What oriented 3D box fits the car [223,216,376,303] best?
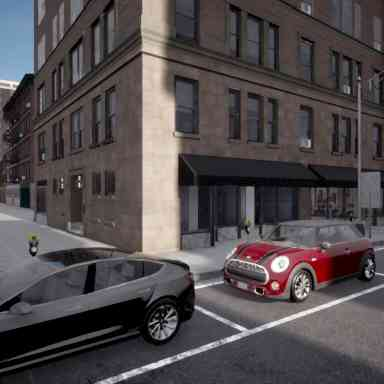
[{"bbox_3d":[2.675,1.440,8.147,4.097,1.590,1.967,0,0,-36],"label":"car"}]

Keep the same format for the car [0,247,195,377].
[{"bbox_3d":[-1.929,1.566,4.816,4.313,1.339,1.947,0,0,-36],"label":"car"}]
